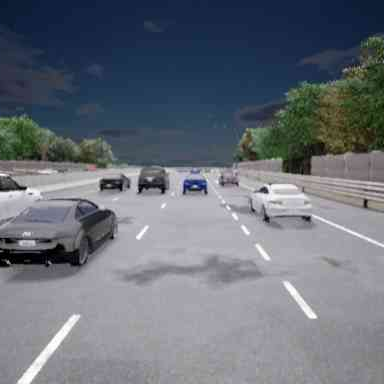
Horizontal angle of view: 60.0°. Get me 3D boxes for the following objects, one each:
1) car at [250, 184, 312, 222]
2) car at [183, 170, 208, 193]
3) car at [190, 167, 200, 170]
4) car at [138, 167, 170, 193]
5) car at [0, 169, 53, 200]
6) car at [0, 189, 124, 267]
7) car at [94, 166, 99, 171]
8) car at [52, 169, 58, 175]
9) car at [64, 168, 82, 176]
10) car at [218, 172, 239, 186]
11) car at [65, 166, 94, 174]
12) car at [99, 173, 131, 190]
[{"bbox_3d":[3.730,0.359,14.382,1.812,1.442,4.674,0,5,1],"label":"car"},{"bbox_3d":[0.266,-0.777,27.610,1.882,1.535,5.008,0,5,1],"label":"car"},{"bbox_3d":[0.703,-4.391,70.099,2.097,1.767,4.553,0,4,1],"label":"car"},{"bbox_3d":[-3.133,-1.048,27.785,2.150,2.045,5.566,0,5,1],"label":"car"},{"bbox_3d":[-6.810,0.365,10.565,2.150,2.045,5.566,0,5,1],"label":"car"},{"bbox_3d":[-3.328,0.853,8.764,1.994,1.385,4.181,0,5,1],"label":"car"},{"bbox_3d":[-20.335,-4.253,66.623,2.150,2.045,5.566,0,4,1],"label":"car"},{"bbox_3d":[-27.365,-3.729,63.726,1.812,1.442,4.674,0,4,1],"label":"car"},{"bbox_3d":[-23.834,-3.984,66.710,1.837,1.490,4.892,0,4,1],"label":"car"},{"bbox_3d":[3.948,-1.433,36.223,2.033,1.411,5.357,0,5,0],"label":"car"},{"bbox_3d":[-17.063,-2.850,50.662,2.097,1.767,4.553,0,5,1],"label":"car"},{"bbox_3d":[-6.620,-0.897,29.057,1.882,1.535,5.008,0,5,1],"label":"car"}]
